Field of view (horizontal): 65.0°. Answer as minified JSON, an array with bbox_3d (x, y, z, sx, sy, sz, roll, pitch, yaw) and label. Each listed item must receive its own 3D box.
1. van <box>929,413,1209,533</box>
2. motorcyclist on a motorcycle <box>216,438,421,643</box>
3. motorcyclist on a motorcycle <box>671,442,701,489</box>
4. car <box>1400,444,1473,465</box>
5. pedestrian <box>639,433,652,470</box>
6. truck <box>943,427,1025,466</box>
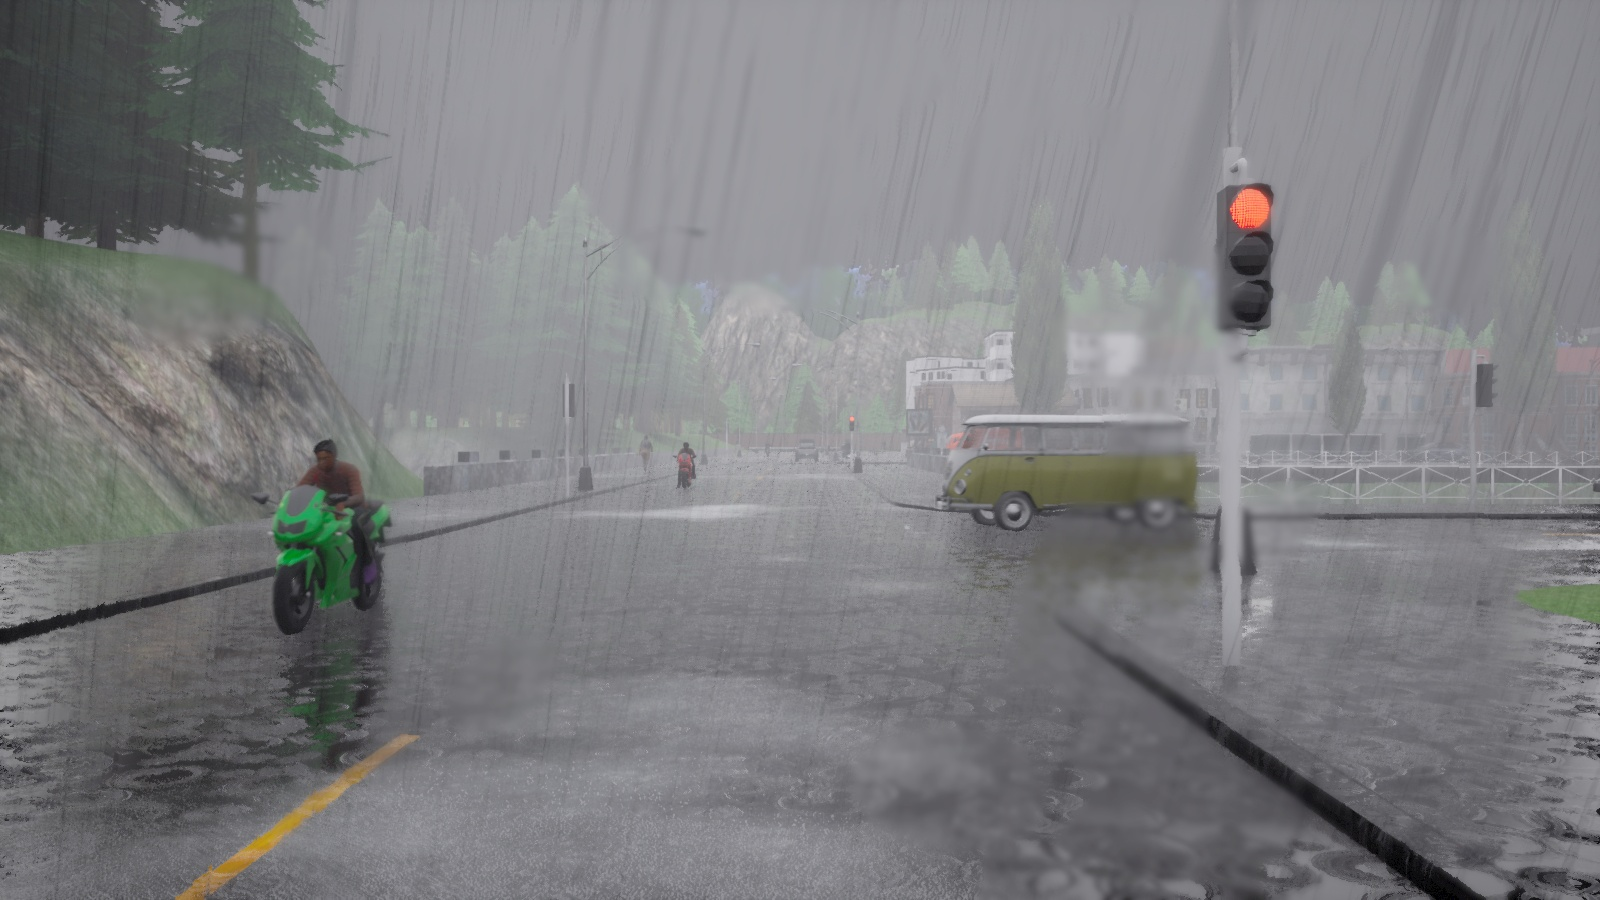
[{"bbox_3d":[4.653,0.380,22.006,4.442,1.987,1.775,0,0,-8],"label":"van"},{"bbox_3d":[-3.896,0.667,10.368,0.797,1.523,2.044,0,0,3],"label":"motorcyclist on a motorcycle"},{"bbox_3d":[-3.751,0.491,41.501,0.797,1.523,2.044,0,0,0],"label":"motorcyclist on a motorcycle"},{"bbox_3d":[44.525,0.300,87.859,4.193,1.474,1.816,0,0,0],"label":"car"},{"bbox_3d":[-7.791,0.092,63.509,0.540,1.848,0.694,0,0,3],"label":"pedestrian"},{"bbox_3d":[12.851,-0.254,87.907,5.204,2.467,2.627,-2,1,-4],"label":"truck"}]
